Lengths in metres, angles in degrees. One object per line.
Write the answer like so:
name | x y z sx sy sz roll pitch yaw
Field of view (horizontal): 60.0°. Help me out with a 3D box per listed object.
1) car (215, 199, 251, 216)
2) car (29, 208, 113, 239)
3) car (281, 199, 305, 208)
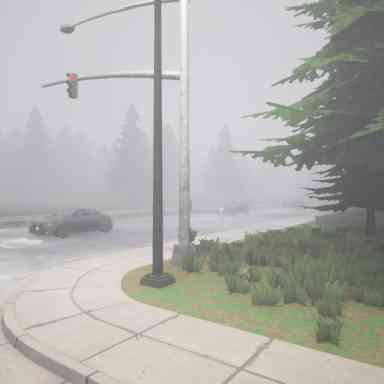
car | 3.982 1.465 31.967 2.128 1.511 4.902 0 0 35
car | -6.153 1.536 17.309 1.994 1.385 4.181 0 0 35
car | 13.777 1.574 45.515 1.895 1.301 4.718 0 0 37
